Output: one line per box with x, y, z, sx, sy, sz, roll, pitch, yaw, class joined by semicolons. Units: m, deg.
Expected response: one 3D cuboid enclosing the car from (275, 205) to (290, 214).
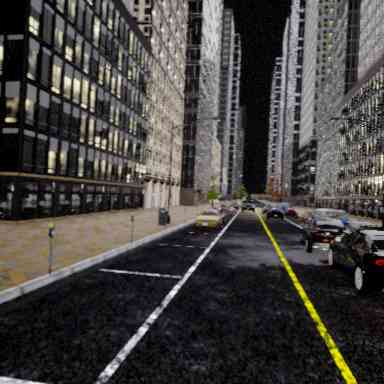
15.394;2.934;56.780;1.887;1.381;4.507;3;-1;10;car

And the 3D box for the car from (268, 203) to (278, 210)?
19.277;3.399;79.212;1.802;1.307;4.206;3;-1;10;car

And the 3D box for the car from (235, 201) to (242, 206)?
12.949;3.149;91.708;1.752;1.417;4.829;3;-1;10;car

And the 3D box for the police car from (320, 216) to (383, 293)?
5.466;1.811;9.875;1.930;1.638;5.238;3;-1;10;police car

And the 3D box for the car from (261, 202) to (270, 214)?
11.574;2.678;50.449;2.033;1.411;5.357;3;-1;10;car

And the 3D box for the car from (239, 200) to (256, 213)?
9.226;2.273;54.360;2.150;2.045;5.566;3;-1;10;car

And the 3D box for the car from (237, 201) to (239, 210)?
8.119;2.661;63.836;1.947;1.339;4.313;3;-1;10;car

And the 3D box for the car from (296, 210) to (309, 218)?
10.543;2.287;28.743;1.967;1.590;4.097;2;-1;10;car

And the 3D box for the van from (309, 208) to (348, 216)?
9.576;2.078;23.136;1.690;1.788;3.998;2;-1;10;van

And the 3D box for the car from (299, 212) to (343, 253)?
6.275;1.996;15.773;1.837;1.490;4.892;3;-1;14;car

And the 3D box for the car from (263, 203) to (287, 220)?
9.467;2.419;38.131;1.812;1.442;4.674;3;-1;11;car

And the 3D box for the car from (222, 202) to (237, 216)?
4.241;2.103;41.409;1.967;1.590;4.097;3;-1;10;car

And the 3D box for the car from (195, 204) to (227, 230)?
1.295;1.857;24.417;1.752;1.417;4.829;2;-1;10;car

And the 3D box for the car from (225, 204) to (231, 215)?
2.292;2.027;30.191;1.802;1.307;4.206;2;-1;10;car

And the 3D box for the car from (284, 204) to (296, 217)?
13.450;2.756;45.564;1.802;1.307;4.206;3;-1;10;car

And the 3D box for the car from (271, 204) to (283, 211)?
17.336;3.155;67.995;2.008;1.369;4.403;3;-1;10;car

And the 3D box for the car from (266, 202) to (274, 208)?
21.221;3.594;90.426;1.947;1.339;4.313;3;-1;10;car
